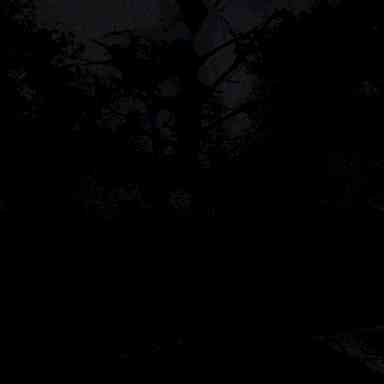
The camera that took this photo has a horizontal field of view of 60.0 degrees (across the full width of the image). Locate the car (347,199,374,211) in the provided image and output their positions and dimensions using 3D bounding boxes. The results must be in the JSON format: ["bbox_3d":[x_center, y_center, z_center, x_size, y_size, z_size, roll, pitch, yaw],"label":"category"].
[{"bbox_3d":[22.107,1.663,43.837,1.882,1.535,5.008,-1,-1,6],"label":"car"}]
